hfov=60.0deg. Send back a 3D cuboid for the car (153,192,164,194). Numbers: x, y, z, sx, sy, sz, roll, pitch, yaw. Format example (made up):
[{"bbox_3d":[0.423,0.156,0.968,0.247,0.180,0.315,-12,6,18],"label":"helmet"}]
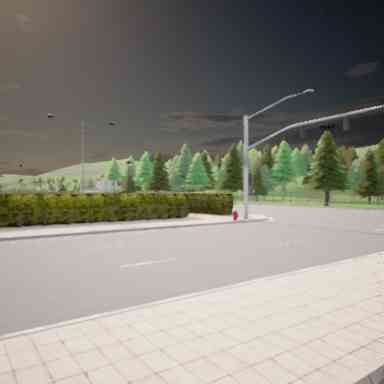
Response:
[{"bbox_3d":[-8.445,1.016,80.823,2.150,2.045,5.566,0,0,-35],"label":"car"}]
